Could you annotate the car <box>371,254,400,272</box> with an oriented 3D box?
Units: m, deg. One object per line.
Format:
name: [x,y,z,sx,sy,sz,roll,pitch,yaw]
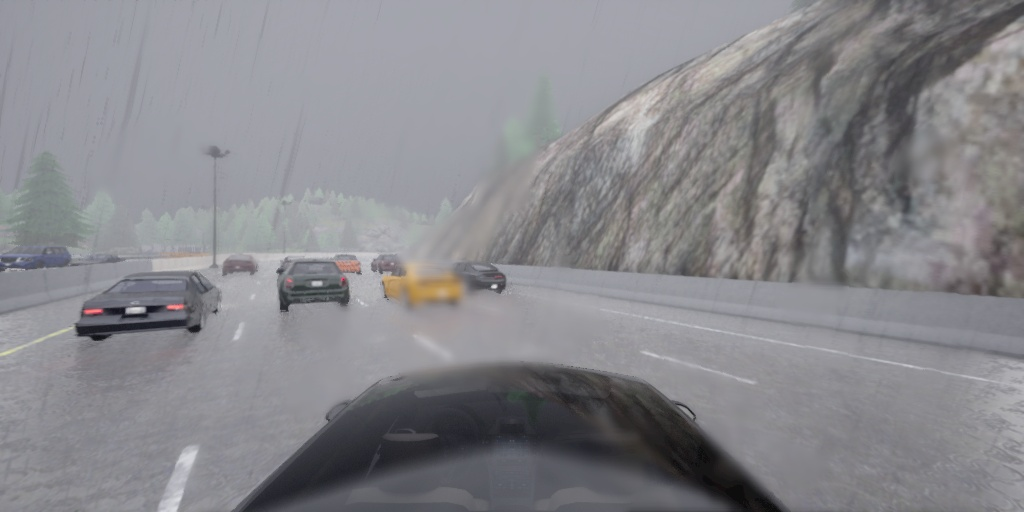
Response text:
car: [-11.158,0.641,32.054,2.097,1.767,4.553,0,1,-31]

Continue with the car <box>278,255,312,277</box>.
car: [-17.130,0.744,28.392,2.128,1.511,4.902,0,1,-31]

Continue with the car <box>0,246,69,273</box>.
car: [-37.272,0.210,28.039,2.150,2.045,5.566,0,1,-28]

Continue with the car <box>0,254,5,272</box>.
car: [-40.314,0.547,26.303,1.994,1.385,4.181,0,1,-28]

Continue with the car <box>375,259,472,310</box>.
car: [-3.658,1.052,13.973,1.882,1.535,5.008,0,1,-34]

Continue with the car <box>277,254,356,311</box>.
car: [-7.528,0.883,13.479,2.097,1.767,4.553,0,1,-34]

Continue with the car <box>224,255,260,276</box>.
car: [-20.864,0.689,27.817,1.882,1.535,5.008,0,1,-31]

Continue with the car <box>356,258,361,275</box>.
car: [-14.067,0.625,30.105,2.097,1.767,4.553,0,1,-31]

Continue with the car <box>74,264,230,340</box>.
car: [-8.985,1.103,9.337,2.033,1.411,5.357,0,1,-34]

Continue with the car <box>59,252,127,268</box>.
car: [-34.262,0.567,29.827,2.033,1.411,5.357,0,1,-28]

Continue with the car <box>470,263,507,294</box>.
car: [-2.099,1.057,17.959,1.837,1.490,4.892,0,1,-34]
